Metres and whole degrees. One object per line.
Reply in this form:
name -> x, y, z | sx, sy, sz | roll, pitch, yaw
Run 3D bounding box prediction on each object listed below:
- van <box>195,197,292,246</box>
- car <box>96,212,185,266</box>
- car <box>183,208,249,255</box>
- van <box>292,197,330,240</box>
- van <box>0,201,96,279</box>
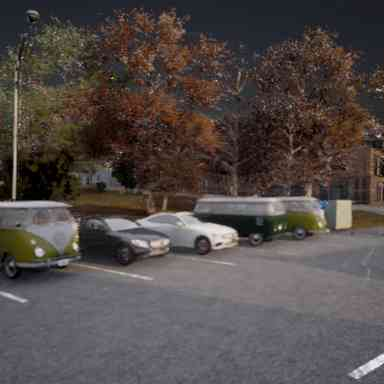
van -> 1.880, 1.251, 15.046 | 4.442, 1.987, 1.878 | -1, 0, 35
car -> -2.813, 1.520, 11.566 | 4.674, 1.452, 2.002 | -1, -1, 35
car -> -0.416, 1.516, 13.279 | 4.674, 1.452, 2.002 | -1, -1, 34
van -> 4.476, 1.248, 16.631 | 4.442, 1.987, 1.878 | -1, -1, 35
van -> -5.113, 1.257, 9.795 | 4.442, 1.987, 1.878 | -1, -1, 34
